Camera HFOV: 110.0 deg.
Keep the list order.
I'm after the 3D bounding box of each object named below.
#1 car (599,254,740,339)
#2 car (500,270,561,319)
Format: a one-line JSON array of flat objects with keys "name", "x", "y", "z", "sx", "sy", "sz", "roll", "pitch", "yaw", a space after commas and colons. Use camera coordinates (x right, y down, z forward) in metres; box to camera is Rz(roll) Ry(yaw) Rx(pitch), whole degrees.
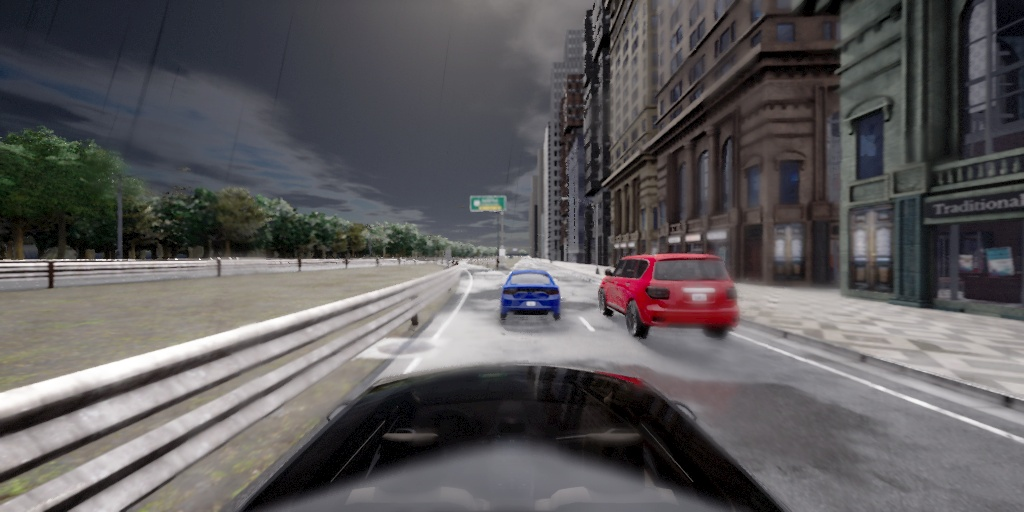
[{"name": "car", "x": 4.043, "y": 0.970, "z": 10.256, "sx": 2.150, "sy": 2.045, "sz": 5.566, "roll": 0, "pitch": 0, "yaw": 2}, {"name": "car", "x": 0.625, "y": 1.233, "z": 12.817, "sx": 1.882, "sy": 1.535, "sz": 5.008, "roll": 0, "pitch": 0, "yaw": 2}]
